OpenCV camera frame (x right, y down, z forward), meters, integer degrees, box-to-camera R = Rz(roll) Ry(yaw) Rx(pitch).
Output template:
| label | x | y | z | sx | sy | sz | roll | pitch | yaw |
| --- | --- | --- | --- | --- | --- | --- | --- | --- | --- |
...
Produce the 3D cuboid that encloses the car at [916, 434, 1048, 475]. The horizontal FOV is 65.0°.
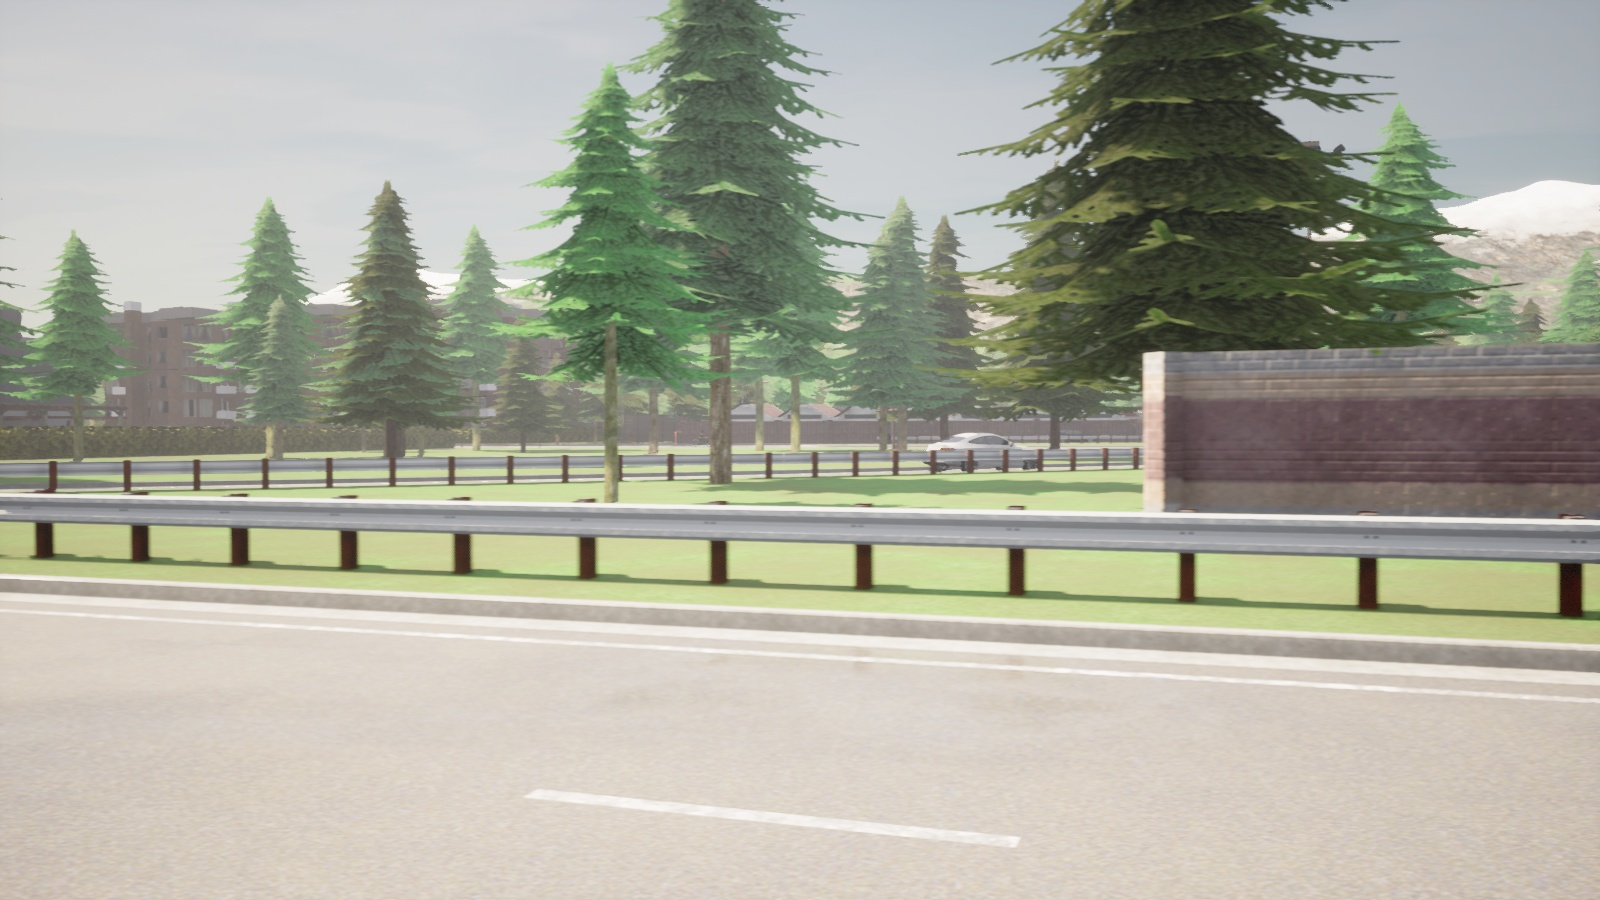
| label | x | y | z | sx | sy | sz | roll | pitch | yaw |
| --- | --- | --- | --- | --- | --- | --- | --- | --- | --- |
| car | 6.681 | 0.142 | 45.911 | 4.674 | 1.442 | 1.812 | 0 | 1 | -31 |
